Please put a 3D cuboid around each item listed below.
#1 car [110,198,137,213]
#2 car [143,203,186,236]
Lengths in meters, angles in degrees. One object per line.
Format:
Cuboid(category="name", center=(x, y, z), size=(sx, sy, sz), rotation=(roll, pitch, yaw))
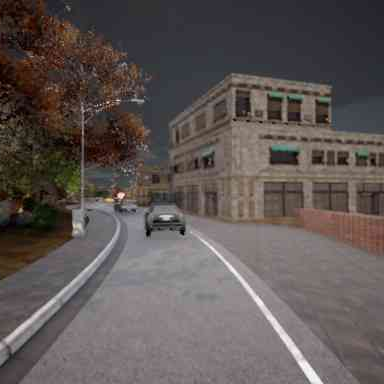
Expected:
Cuboid(category="car", center=(-8.007, 1.721, 39.488), size=(1.895, 1.301, 4.718), rotation=(0, 0, -24))
Cuboid(category="car", center=(-1.689, 1.383, 19.044), size=(2.097, 1.767, 4.553), rotation=(0, 0, -10))
